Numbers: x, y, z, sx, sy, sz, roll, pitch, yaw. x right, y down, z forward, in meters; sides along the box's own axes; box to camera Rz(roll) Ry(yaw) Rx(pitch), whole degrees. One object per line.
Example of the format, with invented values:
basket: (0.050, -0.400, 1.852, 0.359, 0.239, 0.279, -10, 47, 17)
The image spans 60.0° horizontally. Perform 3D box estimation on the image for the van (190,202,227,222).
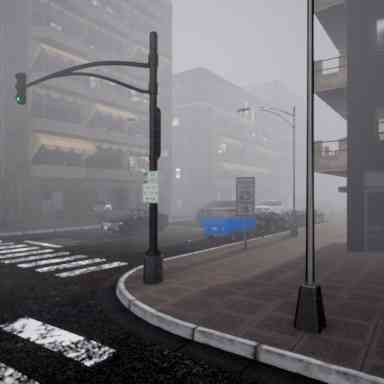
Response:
van: (1.681, 1.902, 32.708, 1.690, 1.788, 3.998, -1, -2, 35)

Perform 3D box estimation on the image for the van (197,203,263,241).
van: (2.230, 1.703, 18.786, 1.690, 1.788, 3.998, -1, -2, 35)

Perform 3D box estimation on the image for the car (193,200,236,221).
car: (2.647, 1.748, 29.550, 2.150, 2.045, 5.566, 0, -1, 37)

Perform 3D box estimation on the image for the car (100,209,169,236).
car: (-3.490, 1.814, 20.939, 2.128, 1.511, 4.902, 0, -1, 35)

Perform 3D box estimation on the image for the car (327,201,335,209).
car: (27.364, 2.728, 68.821, 2.192, 1.841, 5.009, -1, -2, 35)

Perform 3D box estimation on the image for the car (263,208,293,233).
car: (5.304, 2.035, 23.393, 1.947, 1.339, 4.313, -1, -2, 35)

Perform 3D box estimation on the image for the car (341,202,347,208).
car: (40.111, 3.375, 86.737, 1.752, 1.417, 4.829, -1, -2, 35)

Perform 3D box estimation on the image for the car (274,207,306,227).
car: (8.514, 2.157, 27.906, 1.802, 1.307, 4.206, -1, -2, 35)

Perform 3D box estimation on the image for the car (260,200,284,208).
car: (8.843, 1.954, 38.253, 2.150, 2.045, 5.566, 0, -1, 36)

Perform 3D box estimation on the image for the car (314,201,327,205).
car: (24.154, 2.889, 64.301, 1.802, 1.307, 4.206, -1, -2, 35)

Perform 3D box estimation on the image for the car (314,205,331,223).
car: (11.725, 2.233, 32.422, 2.008, 1.369, 4.403, -1, -2, 35)
